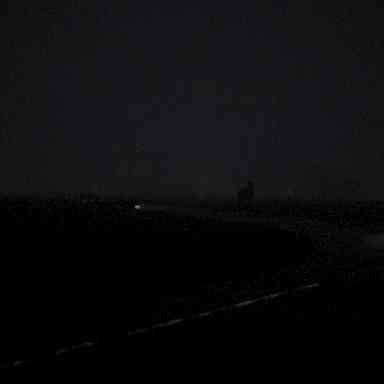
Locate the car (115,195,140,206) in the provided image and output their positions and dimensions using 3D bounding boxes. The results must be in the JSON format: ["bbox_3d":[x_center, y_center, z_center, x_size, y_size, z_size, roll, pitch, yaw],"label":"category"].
[{"bbox_3d":[-8.423,1.042,43.369,1.994,1.385,4.181,-1,1,-35],"label":"car"}]

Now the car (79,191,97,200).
[{"bbox_3d":[-17.827,0.570,56.925,1.994,1.385,4.181,-1,1,-35],"label":"car"}]
